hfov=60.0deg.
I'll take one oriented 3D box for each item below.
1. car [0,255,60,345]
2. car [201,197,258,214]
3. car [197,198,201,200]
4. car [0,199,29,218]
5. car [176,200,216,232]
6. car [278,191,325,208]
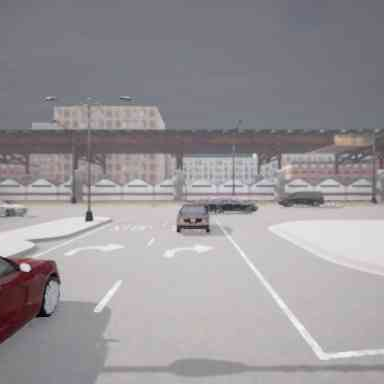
[{"bbox_3d":[-3.400,1.445,4.264,1.882,1.535,5.008,0,0,0],"label":"car"},{"bbox_3d":[3.667,1.260,30.992,4.902,1.511,2.128,0,0,-6],"label":"car"},{"bbox_3d":[1.264,1.281,37.895,4.181,1.385,1.994,0,0,4],"label":"car"},{"bbox_3d":[-16.034,1.320,27.484,4.674,1.442,1.812,0,0,0],"label":"car"},{"bbox_3d":[0.096,1.407,18.772,2.033,1.411,5.357,0,0,1],"label":"car"},{"bbox_3d":[13.624,0.910,41.561,5.566,2.045,2.150,0,1,0],"label":"car"}]
